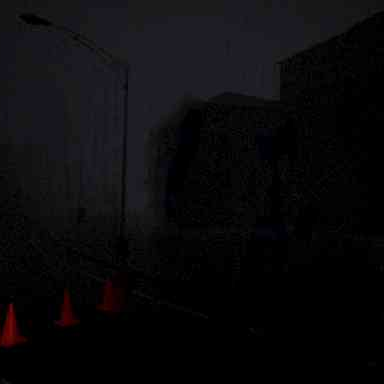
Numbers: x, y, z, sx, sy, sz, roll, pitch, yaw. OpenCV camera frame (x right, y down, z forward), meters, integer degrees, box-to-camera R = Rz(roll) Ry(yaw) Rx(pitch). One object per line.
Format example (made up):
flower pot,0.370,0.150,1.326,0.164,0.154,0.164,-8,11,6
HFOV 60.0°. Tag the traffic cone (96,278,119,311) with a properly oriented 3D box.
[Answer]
traffic cone,-1.742,2.091,6.888,0.340,0.580,0.340,0,-2,33

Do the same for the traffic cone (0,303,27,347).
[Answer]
traffic cone,-2.828,2.038,5.210,0.340,0.580,0.340,0,-2,33

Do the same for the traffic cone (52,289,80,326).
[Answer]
traffic cone,-2.285,2.064,6.050,0.340,0.580,0.340,0,-2,33
